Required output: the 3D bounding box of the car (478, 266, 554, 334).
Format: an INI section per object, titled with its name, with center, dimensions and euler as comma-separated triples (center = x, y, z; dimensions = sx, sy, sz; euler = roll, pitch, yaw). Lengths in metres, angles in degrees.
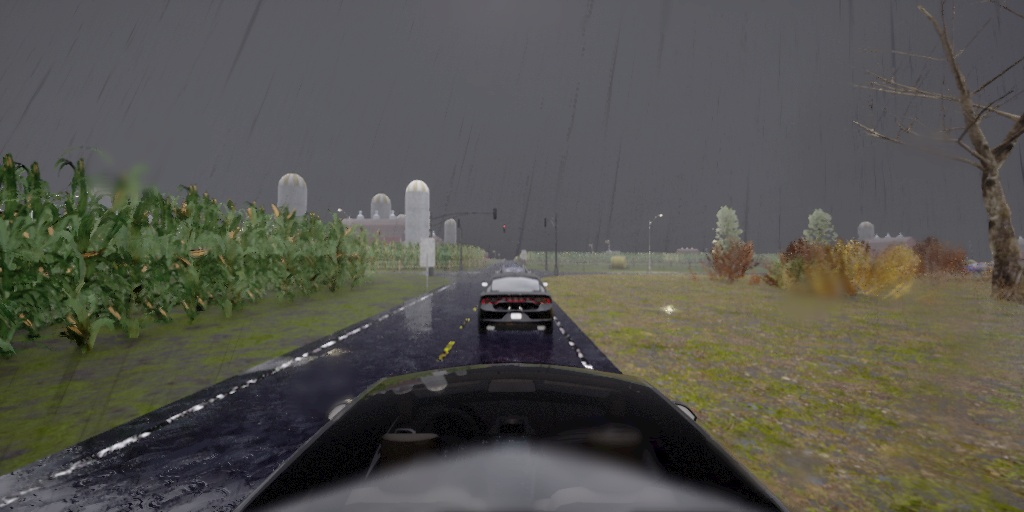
[car]
center = 0.091, 1.219, 10.635
dimensions = 1.882, 1.535, 5.008
euler = 0, 0, 0
